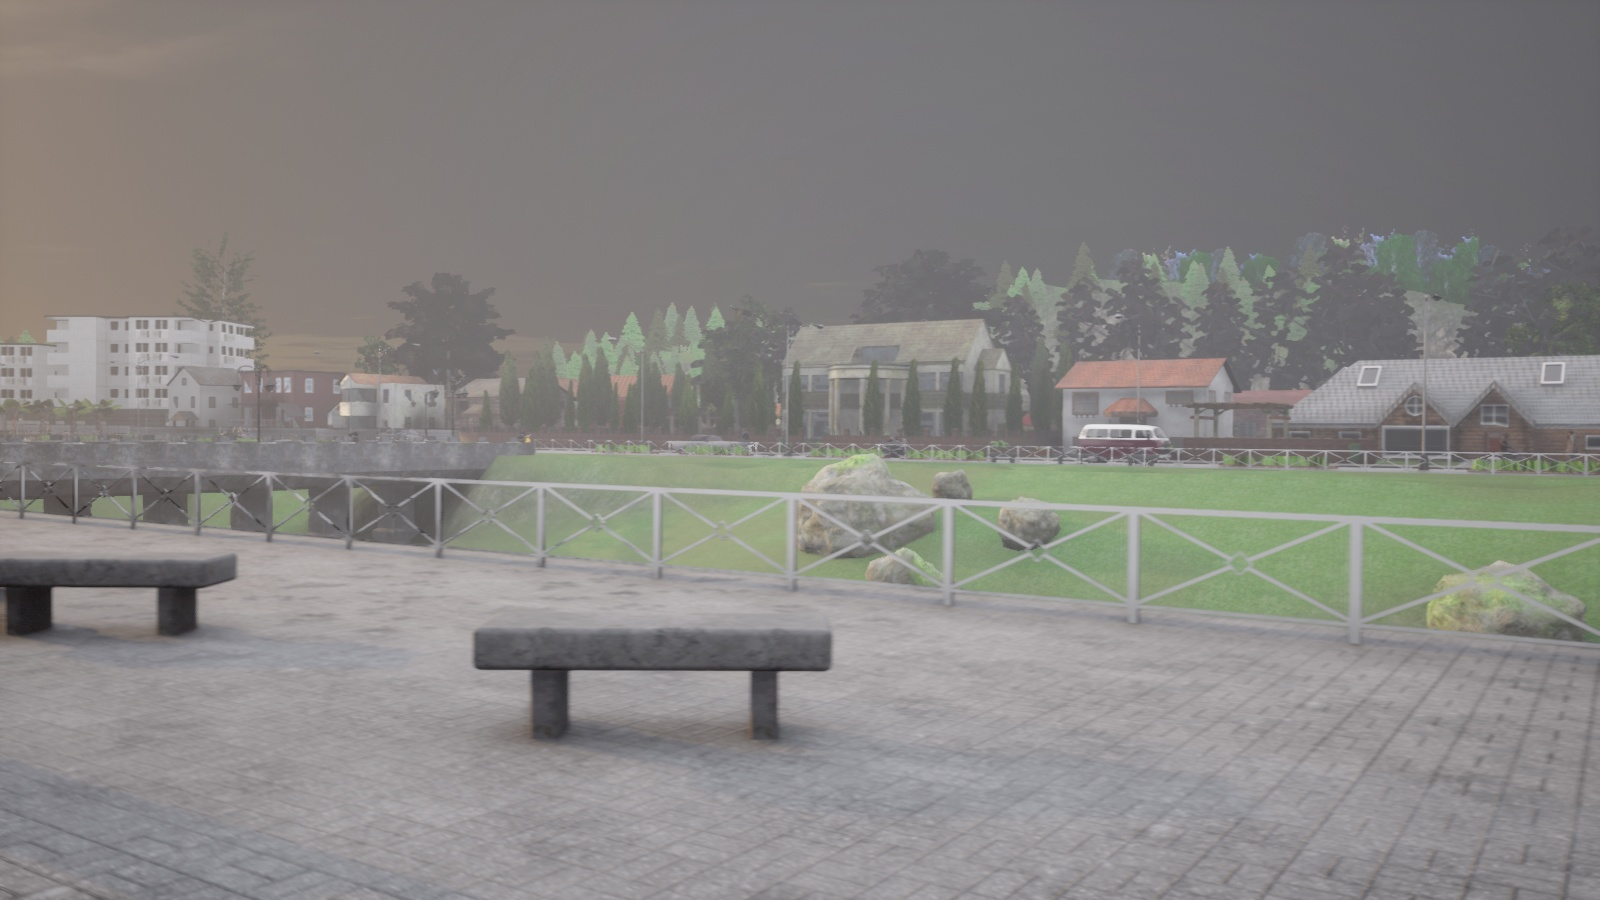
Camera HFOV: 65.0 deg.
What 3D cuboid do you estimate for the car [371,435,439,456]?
[{"bbox_3d":[-29.235,-0.315,92.880,4.902,1.511,2.128,0,1,34],"label":"car"}]

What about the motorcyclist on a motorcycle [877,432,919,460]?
[{"bbox_3d":[5.446,-0.236,69.830,2.191,1.530,0.866,0,1,34],"label":"motorcyclist on a motorcycle"}]

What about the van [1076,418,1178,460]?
[{"bbox_3d":[16.293,-0.547,62.614,4.480,2.038,2.069,0,1,34],"label":"van"}]

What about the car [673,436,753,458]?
[{"bbox_3d":[-5.351,-0.171,77.008,4.718,1.301,1.895,0,1,34],"label":"car"}]

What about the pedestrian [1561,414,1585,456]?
[{"bbox_3d":[36.594,-0.702,59.444,0.873,1.952,0.659,0,1,39],"label":"pedestrian"}]
